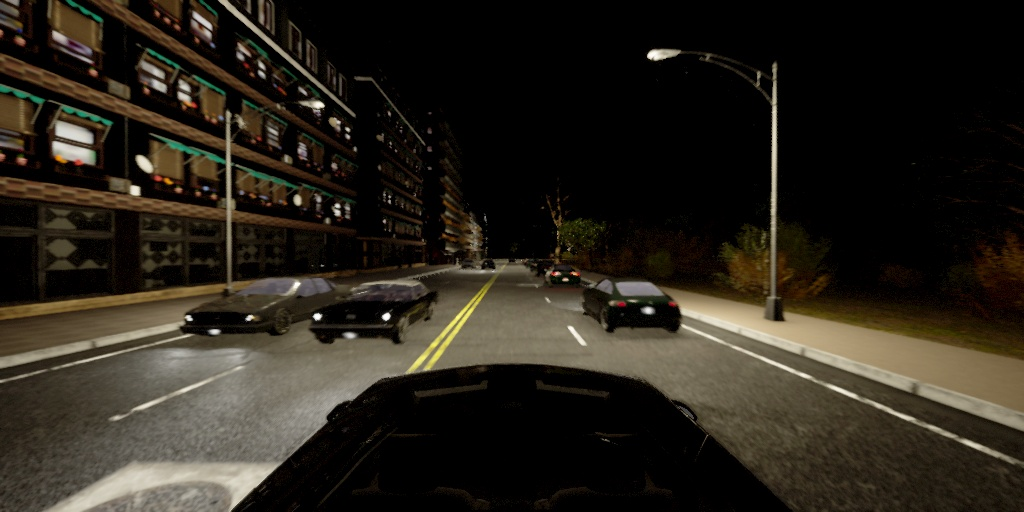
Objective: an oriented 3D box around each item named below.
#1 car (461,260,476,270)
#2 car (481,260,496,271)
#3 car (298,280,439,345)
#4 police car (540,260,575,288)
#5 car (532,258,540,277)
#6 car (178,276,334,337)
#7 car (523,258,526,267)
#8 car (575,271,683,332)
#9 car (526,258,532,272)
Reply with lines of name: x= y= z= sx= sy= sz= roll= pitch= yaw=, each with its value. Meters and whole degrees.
car: x=-6.530 y=1.278 z=54.249 sx=1.812 sy=1.442 sz=4.674 roll=0 pitch=0 yaw=1
car: x=-3.301 y=1.277 z=50.303 sx=1.812 sy=1.442 sz=4.674 roll=0 pitch=0 yaw=0
car: x=-3.346 y=1.351 z=9.647 sx=1.895 sy=1.301 sz=4.718 roll=0 pitch=0 yaw=0
police car: x=3.253 y=1.255 z=24.092 sx=2.038 sy=1.542 sz=4.974 roll=0 pitch=0 yaw=0
car: x=3.255 y=1.228 z=35.092 sx=1.882 sy=1.535 sz=5.008 roll=0 pitch=0 yaw=0
car: x=-6.597 y=1.298 z=10.611 sx=2.033 sy=1.411 sz=5.357 roll=0 pitch=0 yaw=0
car: x=3.258 y=1.104 z=57.062 sx=2.097 sy=1.767 sz=4.553 roll=0 pitch=0 yaw=0
car: x=3.352 y=1.313 z=10.823 sx=1.994 sy=1.385 sz=4.181 roll=0 pitch=0 yaw=0
car: x=3.257 y=1.243 z=46.093 sx=2.128 sy=1.511 sz=4.902 roll=0 pitch=0 yaw=0
